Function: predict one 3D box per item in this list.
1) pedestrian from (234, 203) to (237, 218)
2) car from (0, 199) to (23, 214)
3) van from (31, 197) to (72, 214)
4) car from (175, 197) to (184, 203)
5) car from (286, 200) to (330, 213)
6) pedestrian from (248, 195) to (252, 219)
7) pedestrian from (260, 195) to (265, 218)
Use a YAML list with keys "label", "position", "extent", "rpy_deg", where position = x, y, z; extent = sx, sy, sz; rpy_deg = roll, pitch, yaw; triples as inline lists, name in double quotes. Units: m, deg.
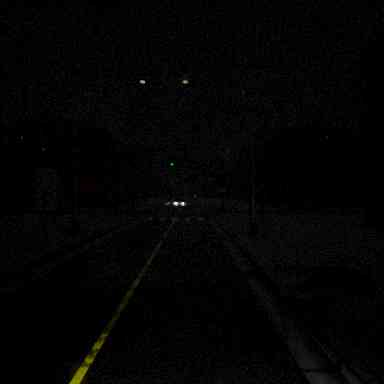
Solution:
- label: "pedestrian"
  position: [3.511, 1.142, 26.741]
  extent: [0.375, 1.860, 0.375]
  rpy_deg: [0, 0, 0]
- label: "car"
  position: [-20.219, 1.496, 35.053]
  extent: [4.097, 1.590, 1.967]
  rpy_deg: [0, 0, 0]
- label: "van"
  position: [-14.744, 1.381, 35.079]
  extent: [3.998, 1.788, 1.690]
  rpy_deg: [0, 0, 0]
- label: "car"
  position: [-2.748, 1.672, 73.262]
  extent: [1.895, 1.301, 4.718]
  rpy_deg: [0, 0, 0]
- label: "car"
  position: [12.258, 1.524, 35.209]
  extent: [4.403, 1.369, 2.008]
  rpy_deg: [0, 0, 0]
- label: "pedestrian"
  position: [4.511, 1.138, 25.541]
  extent: [0.375, 1.860, 0.375]
  rpy_deg: [0, 0, 0]
- label: "pedestrian"
  position: [5.511, 1.132, 26.141]
  extent: [0.375, 1.860, 0.375]
  rpy_deg: [0, 0, 0]
